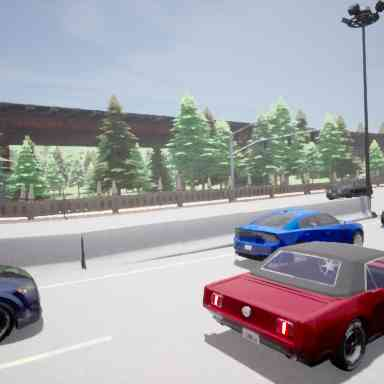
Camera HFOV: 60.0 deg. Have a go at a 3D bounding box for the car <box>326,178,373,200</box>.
[{"bbox_3d":[15.348,-0.250,32.317,5.566,2.045,2.150,-4,2,-36],"label":"car"}]

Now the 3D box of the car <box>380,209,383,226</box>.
[{"bbox_3d":[10.833,0.878,15.870,4.181,1.385,1.994,-4,2,-36],"label":"car"}]

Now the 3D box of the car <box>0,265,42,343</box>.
[{"bbox_3d":[-4.496,1.564,4.842,4.181,1.385,1.994,0,0,-36],"label":"car"}]

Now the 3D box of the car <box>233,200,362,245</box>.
[{"bbox_3d":[3.553,1.282,10.625,5.008,1.535,1.882,-3,2,-36],"label":"car"}]

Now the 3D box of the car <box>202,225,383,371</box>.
[{"bbox_3d":[2.566,1.528,5.602,4.718,1.301,1.895,-2,1,-36],"label":"car"}]
